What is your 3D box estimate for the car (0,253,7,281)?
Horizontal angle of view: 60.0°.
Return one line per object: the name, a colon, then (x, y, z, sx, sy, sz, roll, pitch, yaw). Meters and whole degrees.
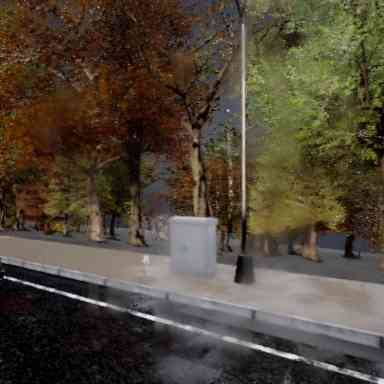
car: (-6.894, 1.688, 8.612, 5.357, 1.411, 2.033, -1, -1, 35)
